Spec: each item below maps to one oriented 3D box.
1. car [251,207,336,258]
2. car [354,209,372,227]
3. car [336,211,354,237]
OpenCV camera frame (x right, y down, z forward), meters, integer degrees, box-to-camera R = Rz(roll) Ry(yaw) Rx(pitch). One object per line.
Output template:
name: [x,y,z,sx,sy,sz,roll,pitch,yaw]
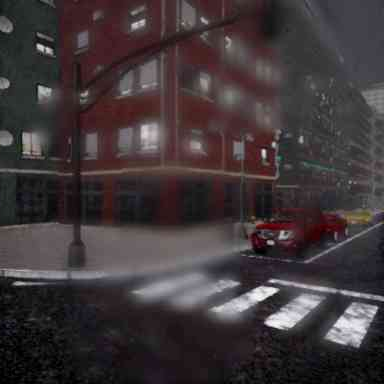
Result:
car: [4.362,1.611,14.405,2.192,1.841,5.009,-1,-2,35]
car: [14.130,2.127,28.212,1.752,1.417,4.829,-1,-2,35]
car: [7.651,1.943,19.049,1.887,1.381,4.507,-1,-2,35]
